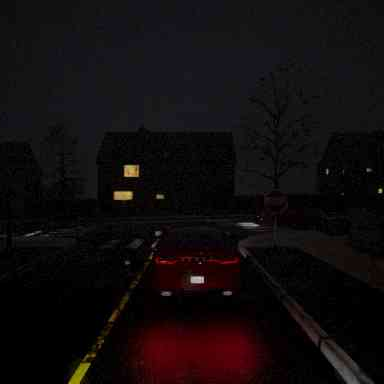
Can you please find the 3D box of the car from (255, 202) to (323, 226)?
[{"bbox_3d":[6.251,1.353,21.659,4.181,1.385,1.994,-1,1,-4],"label":"car"}]

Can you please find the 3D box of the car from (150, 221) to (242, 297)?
[{"bbox_3d":[0.038,1.478,8.644,1.882,1.535,5.008,0,0,-1],"label":"car"}]
